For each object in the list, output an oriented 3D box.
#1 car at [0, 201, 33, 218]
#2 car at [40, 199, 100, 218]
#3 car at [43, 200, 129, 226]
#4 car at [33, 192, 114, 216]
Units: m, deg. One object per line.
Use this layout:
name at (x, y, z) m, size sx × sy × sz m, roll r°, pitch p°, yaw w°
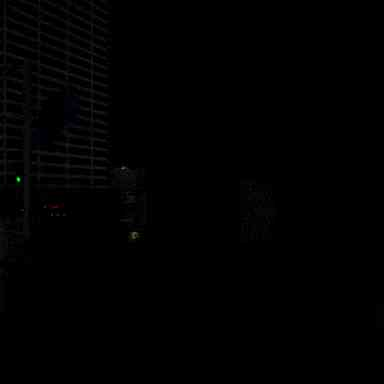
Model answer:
car at (-15.514, 1.547, 30.647) m, size 2.033 × 1.411 × 5.357 m, roll 0°, pitch 0°, yaw 35°
car at (-11.142, 1.478, 30.767) m, size 1.882 × 1.535 × 5.008 m, roll 0°, pitch 0°, yaw 35°
car at (-7.325, 1.547, 23.695) m, size 2.033 × 1.411 × 5.357 m, roll 0°, pitch 0°, yaw 35°
car at (-9.363, 1.221, 26.875) m, size 2.150 × 2.045 × 5.566 m, roll 0°, pitch 0°, yaw 35°
